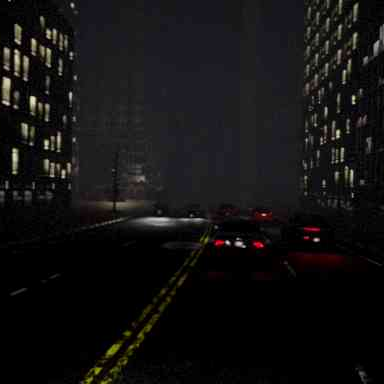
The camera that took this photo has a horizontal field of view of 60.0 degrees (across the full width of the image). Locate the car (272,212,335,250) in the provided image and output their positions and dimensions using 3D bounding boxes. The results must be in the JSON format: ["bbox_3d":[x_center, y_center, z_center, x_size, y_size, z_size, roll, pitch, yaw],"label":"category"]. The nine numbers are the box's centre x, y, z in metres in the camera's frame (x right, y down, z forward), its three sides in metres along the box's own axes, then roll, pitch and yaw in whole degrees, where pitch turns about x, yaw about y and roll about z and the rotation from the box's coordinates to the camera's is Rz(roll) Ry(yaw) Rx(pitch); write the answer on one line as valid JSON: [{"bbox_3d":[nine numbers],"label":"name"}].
[{"bbox_3d":[5.456,1.800,16.248,2.128,1.511,4.902,1,-1,6],"label":"car"}]

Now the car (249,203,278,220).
[{"bbox_3d":[6.593,2.059,32.009,1.994,1.385,4.181,1,-1,3],"label":"car"}]

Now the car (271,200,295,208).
[{"bbox_3d":[20.889,2.808,77.728,5.009,1.841,2.192,2,0,3],"label":"car"}]

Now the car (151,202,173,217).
[{"bbox_3d":[-3.163,1.801,35.826,2.128,1.511,4.902,1,-1,2],"label":"car"}]

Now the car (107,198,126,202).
[{"bbox_3d":[-17.992,1.830,79.418,4.313,1.339,1.947,2,0,3],"label":"car"}]

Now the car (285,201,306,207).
[{"bbox_3d":[26.736,3.150,85.842,4.829,1.417,1.752,2,0,3],"label":"car"}]

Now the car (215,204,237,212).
[{"bbox_3d":[3.405,1.912,33.299,1.882,1.535,5.008,1,-1,3],"label":"car"}]

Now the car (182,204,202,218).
[{"bbox_3d":[0.041,1.917,34.641,2.033,1.411,5.357,1,-1,2],"label":"car"}]

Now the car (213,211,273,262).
[{"bbox_3d":[1.825,1.734,13.055,2.033,1.411,5.357,1,-1,8],"label":"car"}]

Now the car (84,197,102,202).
[{"bbox_3d":[-23.668,1.666,79.721,4.206,1.307,1.802,2,0,3],"label":"car"}]

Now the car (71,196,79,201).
[{"bbox_3d":[-29.338,1.469,80.064,4.313,1.339,1.947,2,0,3],"label":"car"}]
